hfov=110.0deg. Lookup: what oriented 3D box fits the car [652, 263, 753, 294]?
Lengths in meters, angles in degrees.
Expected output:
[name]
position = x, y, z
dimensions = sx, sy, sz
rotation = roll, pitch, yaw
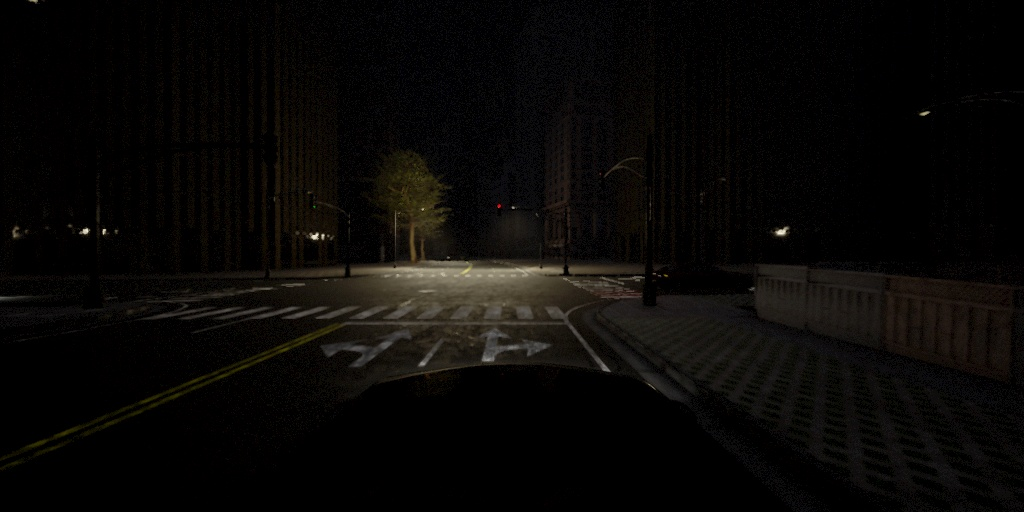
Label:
[car]
position = 9.221, 1.041, 17.646
dimensions = 4.674, 1.442, 1.812
rotation = -1, 0, 0
